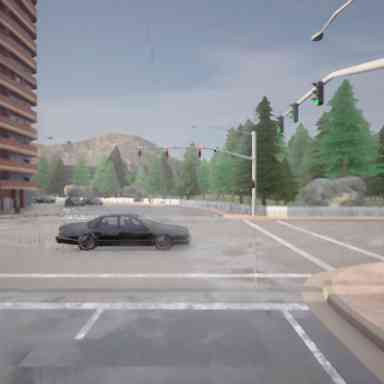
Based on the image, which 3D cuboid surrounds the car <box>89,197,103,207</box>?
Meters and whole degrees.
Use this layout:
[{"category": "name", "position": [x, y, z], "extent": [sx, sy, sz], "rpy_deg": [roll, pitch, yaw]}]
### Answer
[{"category": "car", "position": [-16.020, 1.571, 53.657], "extent": [2.128, 1.511, 4.902], "rpy_deg": [0, 0, -40]}]

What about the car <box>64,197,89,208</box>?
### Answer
[{"category": "car", "position": [-17.805, 1.579, 50.314], "extent": [1.837, 1.490, 4.892], "rpy_deg": [1, 0, -38]}]

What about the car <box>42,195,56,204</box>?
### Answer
[{"category": "car", "position": [-28.315, 1.448, 63.933], "extent": [4.553, 1.767, 2.097], "rpy_deg": [0, 0, 27]}]

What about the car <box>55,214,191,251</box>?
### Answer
[{"category": "car", "position": [-2.743, 1.610, 13.767], "extent": [5.357, 1.411, 2.033], "rpy_deg": [0, 0, 0]}]

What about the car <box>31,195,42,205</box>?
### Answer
[{"category": "car", "position": [-30.531, 1.594, 61.082], "extent": [4.902, 1.511, 2.128], "rpy_deg": [0, 0, 28]}]
